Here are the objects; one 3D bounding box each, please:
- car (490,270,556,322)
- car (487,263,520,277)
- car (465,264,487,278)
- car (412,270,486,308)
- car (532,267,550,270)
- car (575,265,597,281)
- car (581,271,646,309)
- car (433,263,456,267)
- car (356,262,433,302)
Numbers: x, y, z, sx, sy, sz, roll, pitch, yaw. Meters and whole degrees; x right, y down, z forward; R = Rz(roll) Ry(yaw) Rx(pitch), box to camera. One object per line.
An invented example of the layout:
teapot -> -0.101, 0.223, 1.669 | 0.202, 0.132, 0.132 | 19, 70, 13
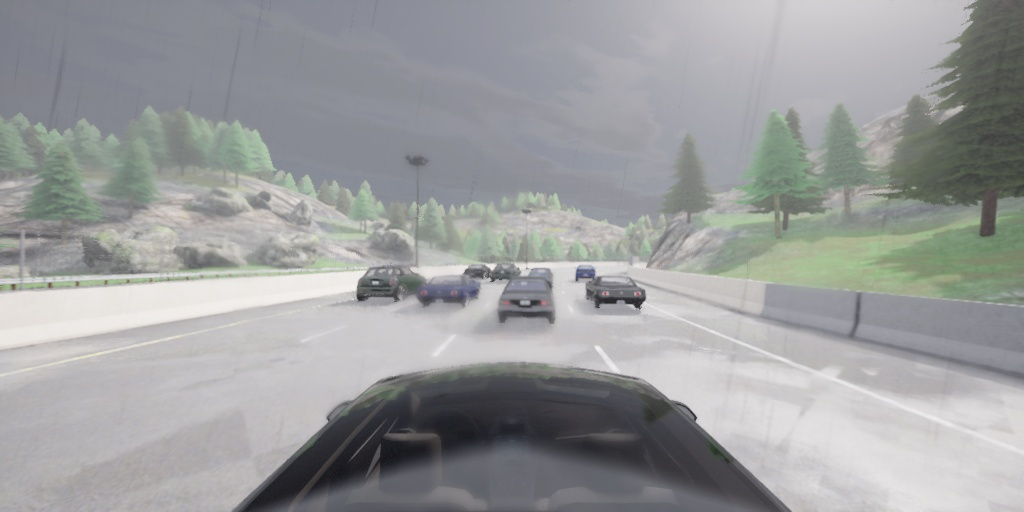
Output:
car -> 0.594, 1.410, 12.768 | 2.033, 1.411, 5.357 | 0, -1, 5
car -> -0.430, 1.409, 32.302 | 2.097, 1.767, 4.553 | 0, -1, 10
car -> -3.286, 1.568, 36.090 | 1.882, 1.535, 5.008 | 0, 0, 11
car -> -2.617, 1.492, 16.177 | 1.895, 1.301, 4.718 | 0, -1, 5
car -> 2.171, 1.555, 26.804 | 2.033, 1.411, 5.357 | 0, -1, 9
car -> 7.182, 1.577, 34.940 | 1.882, 1.535, 5.008 | 0, 0, 11
car -> 4.390, 1.503, 15.936 | 1.895, 1.301, 4.718 | 0, -1, 5
car -> -9.960, 1.749, 54.113 | 2.128, 1.511, 4.902 | 0, 0, 16
car -> -5.911, 1.256, 18.224 | 2.097, 1.767, 4.553 | 0, -1, 6
